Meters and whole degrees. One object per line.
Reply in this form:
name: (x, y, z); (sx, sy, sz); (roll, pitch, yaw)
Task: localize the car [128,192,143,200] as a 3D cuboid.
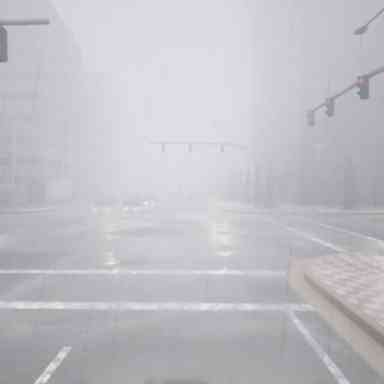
car: (-10.425, 0.719, 61.755); (1.837, 1.490, 4.892); (0, 0, 0)

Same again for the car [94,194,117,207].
car: (-10.532, 0.958, 40.715); (1.882, 1.535, 5.008); (0, 1, 0)

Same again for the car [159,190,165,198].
car: (-6.903, 0.441, 71.075); (2.097, 1.767, 4.553); (0, 1, 0)

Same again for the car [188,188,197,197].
car: (0.108, 0.192, 79.088); (2.150, 2.045, 5.566); (0, 1, 0)

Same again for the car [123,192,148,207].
car: (-7.036, 1.032, 40.370); (2.033, 1.411, 5.357); (0, 1, 0)

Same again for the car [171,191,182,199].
car: (-3.405, 0.605, 69.567); (1.837, 1.490, 4.892); (0, 1, 0)

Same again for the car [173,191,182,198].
car: (-3.392, 0.488, 78.893); (2.128, 1.511, 4.902); (0, 1, 0)

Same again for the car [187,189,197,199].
car: (0.094, 0.661, 68.993); (2.033, 1.411, 5.357); (0, 1, 0)

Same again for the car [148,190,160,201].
car: (-6.983, 0.848, 56.128); (1.994, 1.385, 4.181); (0, 1, 1)
